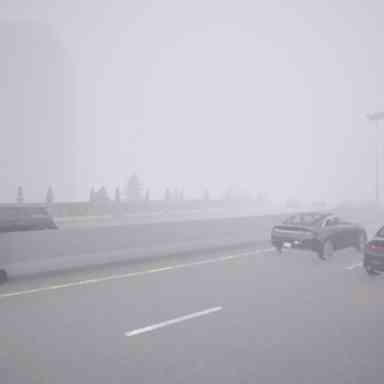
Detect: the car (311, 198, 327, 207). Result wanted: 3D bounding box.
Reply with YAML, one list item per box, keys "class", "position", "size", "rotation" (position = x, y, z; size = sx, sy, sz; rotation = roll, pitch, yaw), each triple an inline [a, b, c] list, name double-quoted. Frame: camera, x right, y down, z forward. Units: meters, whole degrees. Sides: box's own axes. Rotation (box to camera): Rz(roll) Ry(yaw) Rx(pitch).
- class: "car"
  position: [18.073, 1.575, 47.318]
  size: [1.895, 1.301, 4.718]
  rotation: [0, 0, 26]

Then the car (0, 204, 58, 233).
- class: "car"
  position: [-8.645, 1.424, 15.228]
  size: [4.553, 1.767, 2.097]
  rotation: [0, 0, -38]

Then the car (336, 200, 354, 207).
- class: "car"
  position: [20.757, 1.726, 44.945]
  size: [1.994, 1.385, 4.181]
  rotation: [0, 0, 28]

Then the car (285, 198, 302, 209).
- class: "car"
  position: [14.942, 1.707, 48.882]
  size: [1.882, 1.535, 5.008]
  rotation: [0, 0, 26]

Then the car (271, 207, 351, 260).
- class: "car"
  position: [4.954, 1.539, 12.671]
  size: [4.902, 1.511, 2.128]
  rotation: [0, 0, -42]

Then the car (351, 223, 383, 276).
- class: "car"
  position: [6.542, 1.537, 9.391]
  size: [4.892, 1.490, 1.837]
  rotation: [0, 0, -41]
